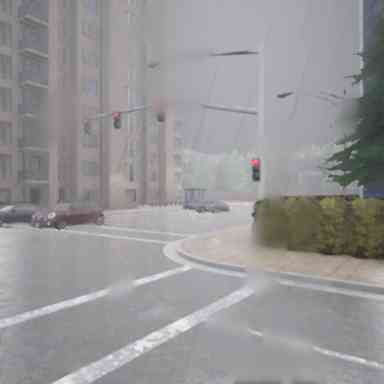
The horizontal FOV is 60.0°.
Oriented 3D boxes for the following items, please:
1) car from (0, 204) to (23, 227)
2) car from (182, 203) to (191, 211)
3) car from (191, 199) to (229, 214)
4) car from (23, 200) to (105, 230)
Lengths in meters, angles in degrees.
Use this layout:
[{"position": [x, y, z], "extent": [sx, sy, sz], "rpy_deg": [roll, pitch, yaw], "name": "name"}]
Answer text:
[{"position": [-11.706, 1.513, 22.133], "extent": [1.812, 1.442, 4.674], "rpy_deg": [0, 0, 36], "name": "car"}, {"position": [1.098, 1.535, 39.695], "extent": [2.033, 1.411, 5.357], "rpy_deg": [0, 0, 36], "name": "car"}, {"position": [2.239, 1.553, 35.322], "extent": [1.994, 1.385, 4.181], "rpy_deg": [0, 0, 36], "name": "car"}, {"position": [-7.755, 1.341, 21.050], "extent": [2.097, 1.767, 4.553], "rpy_deg": [0, 0, 31], "name": "car"}]
